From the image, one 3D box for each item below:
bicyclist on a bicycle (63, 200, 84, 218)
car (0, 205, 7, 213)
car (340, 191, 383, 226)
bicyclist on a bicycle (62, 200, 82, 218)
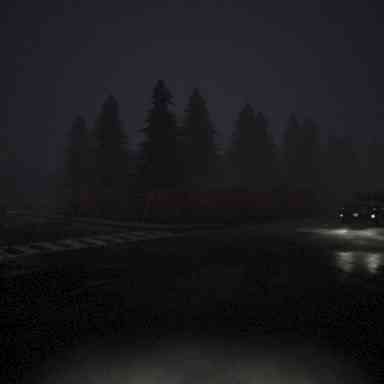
[{"bbox_3d":[-10.659,1.532,30.020,1.656,1.620,0.582,-2,0,-14],"label":"bicyclist on a bicycle"},{"bbox_3d":[-25.902,2.088,42.999,1.812,1.442,4.674,-1,0,0],"label":"car"},{"bbox_3d":[11.736,0.963,21.745,5.566,2.045,2.150,-1,0,-44],"label":"car"},{"bbox_3d":[-11.107,1.542,30.844,1.656,1.620,0.582,-2,0,-39],"label":"bicyclist on a bicycle"}]
